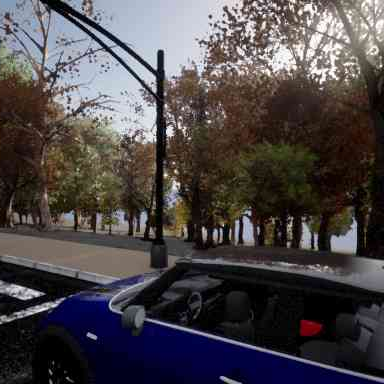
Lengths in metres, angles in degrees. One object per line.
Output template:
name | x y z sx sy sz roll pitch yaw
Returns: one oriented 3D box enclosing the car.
car | 0.418 1.352 3.358 4.553 1.767 2.097 0 0 34
